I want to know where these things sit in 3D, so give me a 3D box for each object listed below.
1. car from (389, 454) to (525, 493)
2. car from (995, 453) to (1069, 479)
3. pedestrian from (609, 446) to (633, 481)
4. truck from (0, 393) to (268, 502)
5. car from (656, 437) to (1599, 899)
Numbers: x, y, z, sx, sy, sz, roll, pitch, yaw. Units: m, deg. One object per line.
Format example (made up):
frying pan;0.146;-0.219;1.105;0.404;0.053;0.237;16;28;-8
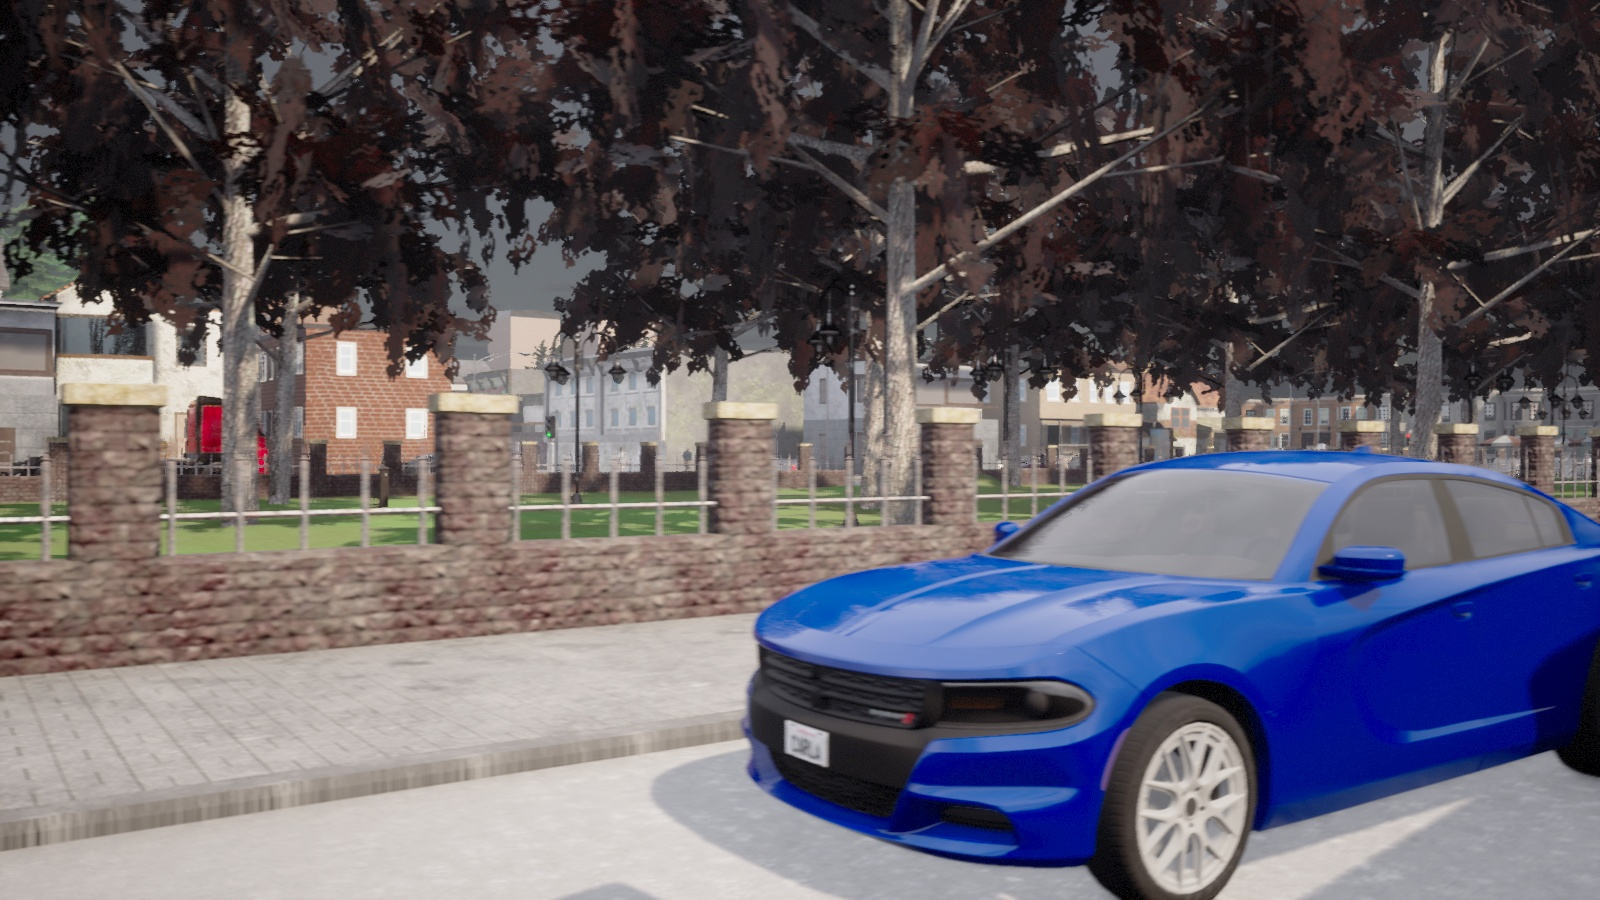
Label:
car;-13.618;0.903;50.008;4.892;1.490;1.837;0;0;-35
car;13.669;0.914;73.939;4.193;1.474;1.816;0;0;-35
pedestrian;-9.595;0.722;67.264;0.874;1.855;0.900;0;0;28
truck;-22.969;-0.081;43.474;7.936;3.462;2.891;0;0;-36
car;2.023;0.732;5.669;5.008;1.535;1.882;0;0;-34
